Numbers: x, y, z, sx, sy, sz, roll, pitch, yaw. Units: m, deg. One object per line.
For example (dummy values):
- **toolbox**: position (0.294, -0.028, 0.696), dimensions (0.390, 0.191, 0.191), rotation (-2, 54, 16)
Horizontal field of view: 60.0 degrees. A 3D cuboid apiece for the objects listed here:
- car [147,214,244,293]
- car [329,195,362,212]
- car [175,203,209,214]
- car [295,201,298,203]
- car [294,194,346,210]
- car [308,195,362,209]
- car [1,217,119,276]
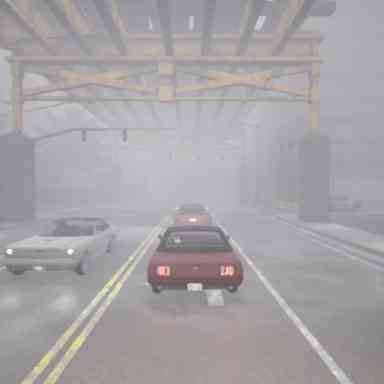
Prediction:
- **car**: position (0.051, 1.494, 8.553), dimensions (1.895, 1.301, 4.718), rotation (0, 1, 0)
- **car**: position (13.098, 1.049, 30.668), dimensions (4.974, 1.542, 2.038), rotation (0, 1, -20)
- **car**: position (0.002, 1.321, 18.512), dimensions (1.994, 1.385, 4.181), rotation (0, 1, -1)
- **car**: position (13.448, 0.836, 34.804), dimensions (4.536, 1.218, 1.853), rotation (0, 1, 25)
- **car**: position (13.401, 0.993, 34.828), dimensions (4.974, 1.542, 2.038), rotation (0, 1, 25)
- **car**: position (13.146, 0.891, 30.684), dimensions (4.536, 1.218, 1.853), rotation (0, 1, -20)
- **car**: position (-3.637, 1.474, 10.087), dimensions (1.895, 1.301, 4.718), rotation (0, 1, 0)
